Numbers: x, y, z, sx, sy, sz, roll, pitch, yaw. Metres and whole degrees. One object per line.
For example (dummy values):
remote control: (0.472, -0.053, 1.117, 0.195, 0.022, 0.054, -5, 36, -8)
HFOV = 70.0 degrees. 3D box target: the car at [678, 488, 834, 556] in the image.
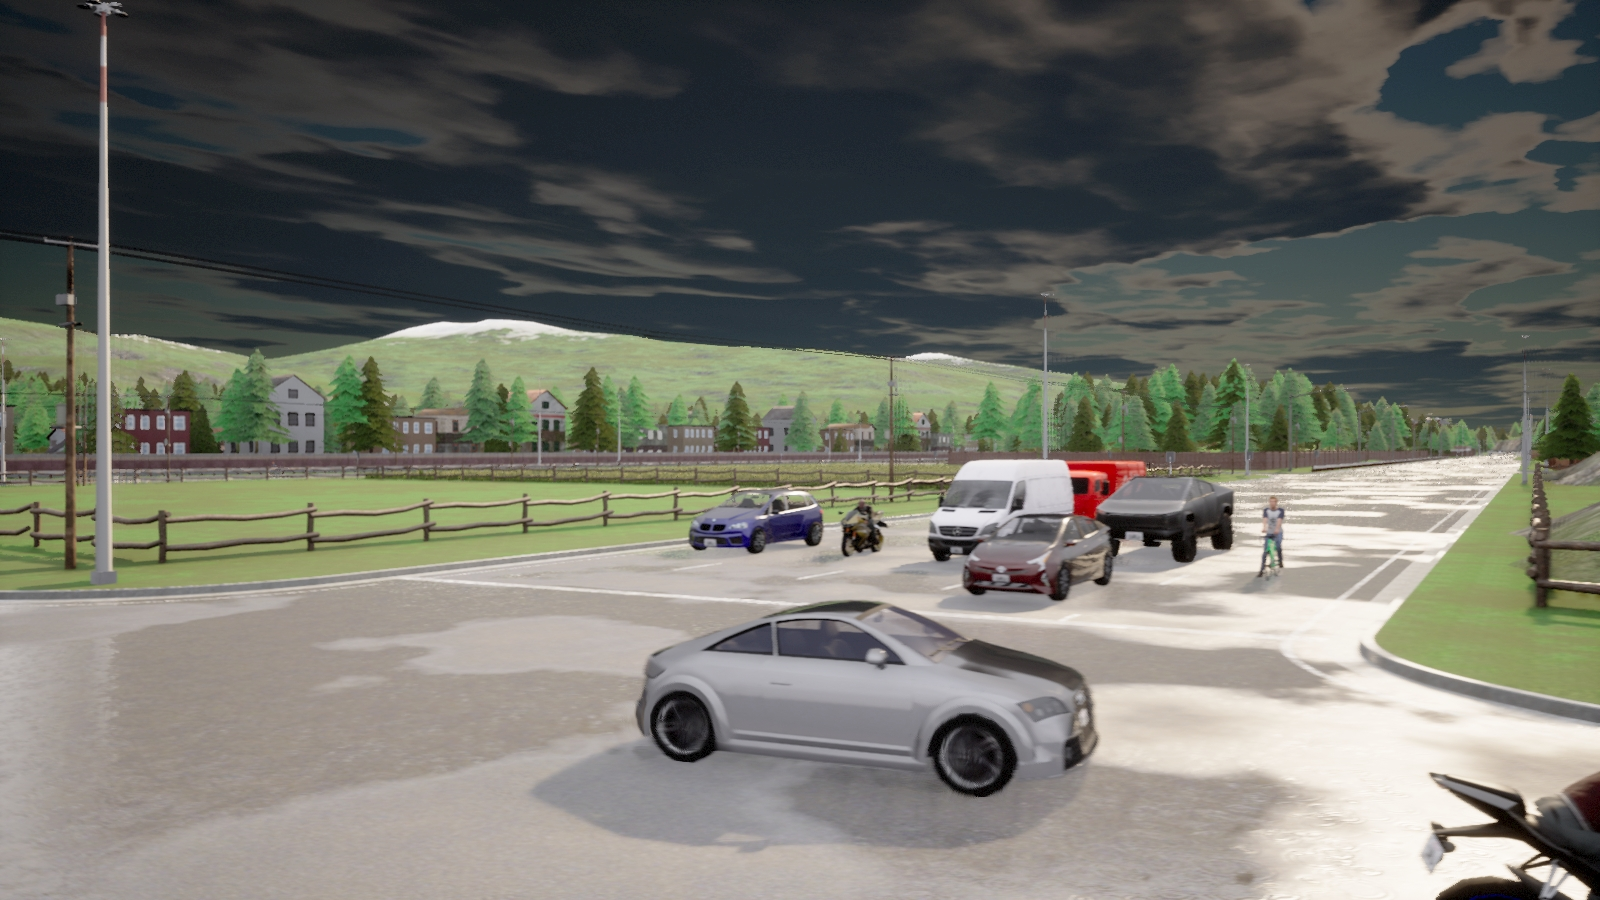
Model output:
car: (-1.188, 1.997, 32.915, 2.242, 1.667, 4.611, 0, 0, 33)

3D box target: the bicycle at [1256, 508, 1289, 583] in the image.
bicycle: (10.292, 2.064, 24.884, 0.373, 1.496, 1.643, 0, 0, 33)

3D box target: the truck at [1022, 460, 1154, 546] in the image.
truck: (9.279, 1.585, 36.427, 2.627, 2.467, 5.204, 0, 0, 32)

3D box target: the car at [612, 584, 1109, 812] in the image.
car: (0.595, 2.128, 10.590, 4.181, 1.385, 1.994, 0, 0, 22)

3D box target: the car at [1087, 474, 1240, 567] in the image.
car: (9.923, 1.767, 30.776, 2.390, 2.098, 6.274, 0, 0, 33)

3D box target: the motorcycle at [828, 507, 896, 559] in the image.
motorcycle: (1.703, 2.229, 30.941, 0.867, 1.251, 2.209, 0, 0, 33)

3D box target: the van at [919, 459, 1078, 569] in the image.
van: (5.381, 1.553, 30.200, 1.988, 2.561, 5.915, 0, 0, 33)

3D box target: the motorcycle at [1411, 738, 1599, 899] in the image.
motorcycle: (4.242, 2.205, 5.479, 2.209, 1.251, 0.867, 0, 0, 20)

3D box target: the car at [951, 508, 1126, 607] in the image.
car: (4.894, 2.053, 22.938, 2.007, 1.525, 4.514, 0, 0, 32)
